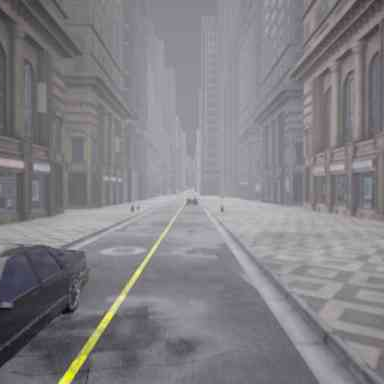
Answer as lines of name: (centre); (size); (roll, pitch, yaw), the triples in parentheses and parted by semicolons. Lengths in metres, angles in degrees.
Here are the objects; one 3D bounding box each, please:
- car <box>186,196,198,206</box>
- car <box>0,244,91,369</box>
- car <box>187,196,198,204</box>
car: (0.015, 1.422, 53.687); (1.882, 1.535, 5.008); (0, 0, 0)
car: (-3.078, 1.545, 4.866); (2.033, 1.411, 5.357); (0, 0, 0)
car: (0.018, 1.486, 64.109); (2.033, 1.411, 5.357); (0, 0, 0)
